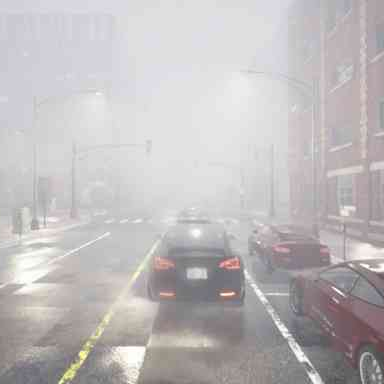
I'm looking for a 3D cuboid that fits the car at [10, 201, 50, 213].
[{"bbox_3d":[-18.750,1.729,38.614,4.313,1.339,1.947,0,-1,0],"label":"car"}]

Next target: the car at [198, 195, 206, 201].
[{"bbox_3d":[2.612,1.596,87.768,1.947,1.339,4.313,1,0,0],"label":"car"}]

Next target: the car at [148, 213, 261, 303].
[{"bbox_3d":[0.092,1.506,8.298,2.163,1.488,4.792,0,0,0],"label":"car"}]

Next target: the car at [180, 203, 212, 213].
[{"bbox_3d":[0.083,1.552,17.570,2.033,1.411,5.357,0,0,-1],"label":"car"}]

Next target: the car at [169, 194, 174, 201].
[{"bbox_3d":[-5.757,1.606,76.494,1.802,1.307,4.206,1,0,0],"label":"car"}]

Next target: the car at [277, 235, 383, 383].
[{"bbox_3d":[2.663,1.583,4.597,1.802,1.307,4.206,1,0,0],"label":"car"}]

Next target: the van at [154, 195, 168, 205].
[{"bbox_3d":[-5.736,1.359,59.537,1.690,1.788,3.998,1,0,0],"label":"van"}]

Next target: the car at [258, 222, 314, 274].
[{"bbox_3d":[2.827,1.585,10.253,1.802,1.307,4.206,1,0,0],"label":"car"}]

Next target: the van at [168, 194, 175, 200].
[{"bbox_3d":[-5.771,1.375,93.451,1.690,1.788,3.998,1,0,0],"label":"van"}]

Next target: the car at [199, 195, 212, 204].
[{"bbox_3d":[2.641,1.543,59.677,1.752,1.417,4.829,1,0,0],"label":"car"}]

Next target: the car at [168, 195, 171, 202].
[{"bbox_3d":[-5.746,1.602,65.189,1.802,1.307,4.206,1,0,0],"label":"car"}]
